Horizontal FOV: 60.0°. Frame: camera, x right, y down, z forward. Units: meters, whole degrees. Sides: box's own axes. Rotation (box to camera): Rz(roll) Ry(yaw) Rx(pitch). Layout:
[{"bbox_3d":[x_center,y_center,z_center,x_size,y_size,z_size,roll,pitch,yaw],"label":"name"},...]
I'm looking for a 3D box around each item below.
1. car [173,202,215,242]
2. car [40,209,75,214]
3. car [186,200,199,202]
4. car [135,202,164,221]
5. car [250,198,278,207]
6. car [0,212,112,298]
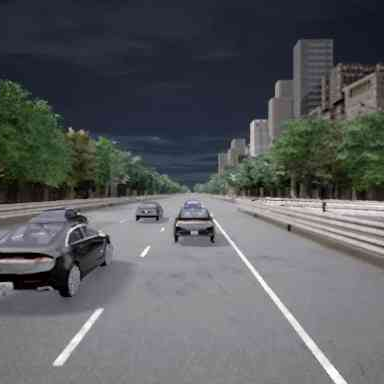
[{"bbox_3d":[0.099,1.480,16.311,2.128,1.511,4.902,0,0,0],"label":"car"},{"bbox_3d":[-6.899,1.552,17.396,1.994,1.385,4.181,0,0,0],"label":"car"},{"bbox_3d":[0.100,1.503,34.462,1.812,1.442,4.674,0,0,0],"label":"car"},{"bbox_3d":[-3.401,1.529,27.186,2.033,1.411,5.357,0,0,0],"label":"car"},{"bbox_3d":[9.846,1.536,45.730,2.163,1.488,4.792,0,0,-23],"label":"car"},{"bbox_3d":[-3.399,1.486,8.464,2.128,1.511,4.902,0,0,0],"label":"car"}]
